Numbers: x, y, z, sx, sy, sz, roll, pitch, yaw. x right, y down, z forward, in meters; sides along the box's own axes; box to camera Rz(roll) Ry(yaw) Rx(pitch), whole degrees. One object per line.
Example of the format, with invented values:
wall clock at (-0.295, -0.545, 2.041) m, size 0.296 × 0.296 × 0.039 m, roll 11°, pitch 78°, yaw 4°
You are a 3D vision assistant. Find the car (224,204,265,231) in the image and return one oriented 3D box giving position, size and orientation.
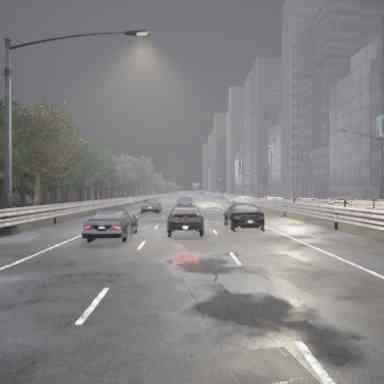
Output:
car at (3.095, 1.458, 20.434) m, size 1.882 × 1.535 × 5.008 m, roll 0°, pitch 0°, yaw -1°

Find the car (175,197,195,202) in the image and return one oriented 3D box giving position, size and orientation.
car at (-0.727, 1.324, 34.866) m, size 2.097 × 1.767 × 4.553 m, roll 0°, pitch 0°, yaw -1°

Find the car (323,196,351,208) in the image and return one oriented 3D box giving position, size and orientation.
car at (21.042, 1.468, 47.925) m, size 2.097 × 1.767 × 4.553 m, roll 0°, pitch 0°, yaw -19°

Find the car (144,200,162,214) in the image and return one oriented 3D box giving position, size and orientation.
car at (-4.239, 1.536, 35.296) m, size 1.994 × 1.385 × 4.181 m, roll 0°, pitch 0°, yaw -1°

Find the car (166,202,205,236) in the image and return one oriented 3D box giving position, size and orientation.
car at (-0.363, 1.483, 18.422) m, size 1.837 × 1.490 × 4.892 m, roll 0°, pitch -1°, yaw -1°

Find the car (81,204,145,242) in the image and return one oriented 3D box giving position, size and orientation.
car at (-3.815, 1.531, 16.313) m, size 2.033 × 1.411 × 5.357 m, roll 0°, pitch 0°, yaw -1°
